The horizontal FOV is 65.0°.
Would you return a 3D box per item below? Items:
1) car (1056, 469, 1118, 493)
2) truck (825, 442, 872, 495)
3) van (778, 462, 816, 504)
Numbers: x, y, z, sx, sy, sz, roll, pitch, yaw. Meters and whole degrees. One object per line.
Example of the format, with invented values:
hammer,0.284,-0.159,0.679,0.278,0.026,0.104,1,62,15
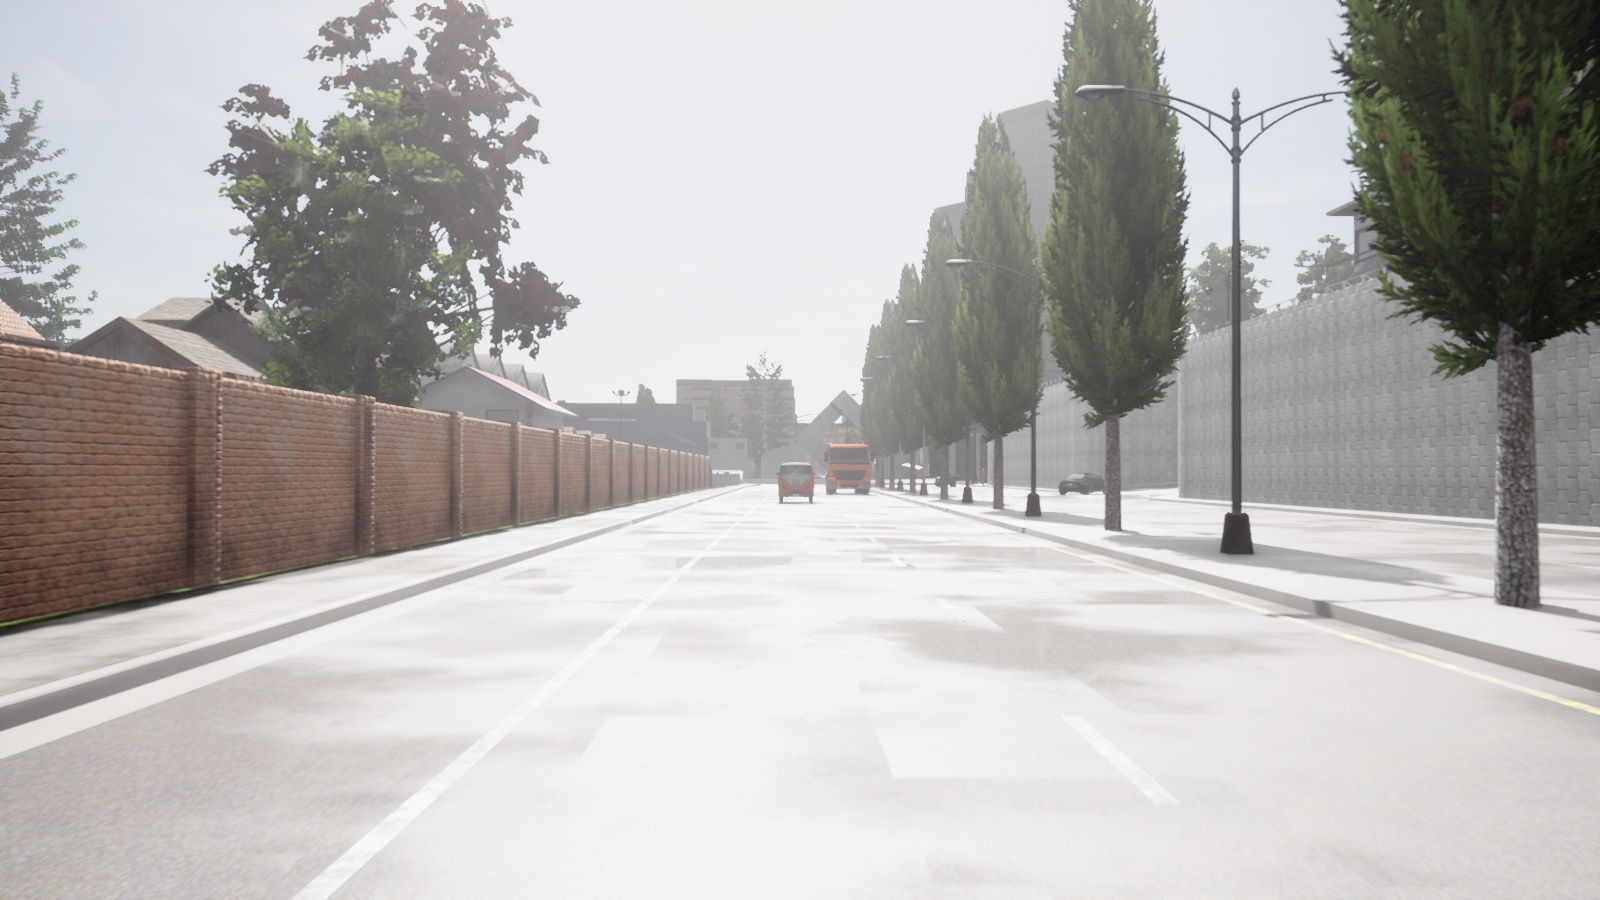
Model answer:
car,18.127,1.968,79.190,1.994,1.385,4.181,-3,-2,42
truck,3.267,1.270,86.640,2.891,3.462,7.936,0,-1,0
van,-0.164,1.600,61.619,1.775,1.987,4.442,0,-1,0
